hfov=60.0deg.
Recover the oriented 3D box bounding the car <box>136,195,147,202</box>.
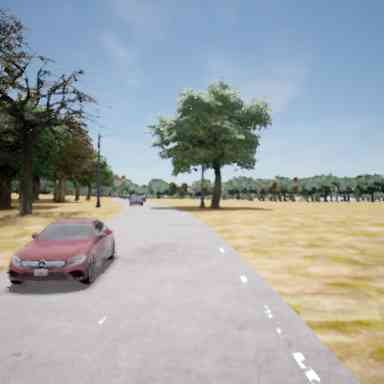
[{"bbox_3d":[-12.308,1.549,80.902,1.812,1.442,4.674,1,-1,-18],"label":"car"}]

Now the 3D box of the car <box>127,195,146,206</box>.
[{"bbox_3d":[-8.335,1.366,50.112,1.994,1.385,4.181,1,-1,-11],"label":"car"}]

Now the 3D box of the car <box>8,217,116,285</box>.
[{"bbox_3d":[-3.374,1.488,9.536,1.812,1.442,4.674,1,0,-3],"label":"car"}]
